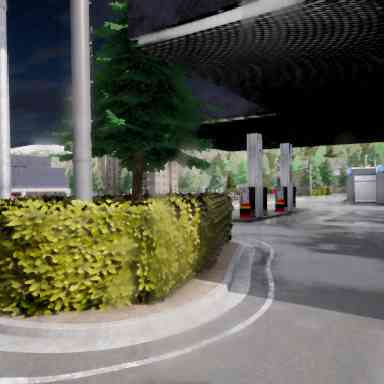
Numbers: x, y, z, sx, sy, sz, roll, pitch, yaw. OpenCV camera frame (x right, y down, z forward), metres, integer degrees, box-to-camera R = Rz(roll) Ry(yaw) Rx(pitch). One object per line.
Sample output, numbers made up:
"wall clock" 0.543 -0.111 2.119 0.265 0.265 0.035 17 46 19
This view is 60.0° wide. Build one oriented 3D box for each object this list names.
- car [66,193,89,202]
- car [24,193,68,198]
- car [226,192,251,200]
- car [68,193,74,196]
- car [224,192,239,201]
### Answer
"car" -22.891 1.103 66.488 4.605 1.855 1.932 -1 1 35
"car" -14.770 1.183 33.590 3.866 1.878 1.905 -1 1 35
"car" 9.212 0.812 66.501 4.514 1.523 2.007 -1 1 35
"car" -24.237 1.124 63.879 3.866 1.878 1.905 -1 1 35
"car" 7.439 0.851 63.912 5.027 1.636 2.152 -1 1 35
